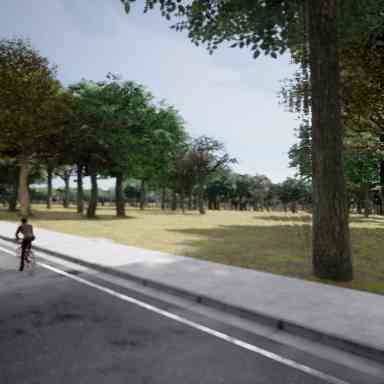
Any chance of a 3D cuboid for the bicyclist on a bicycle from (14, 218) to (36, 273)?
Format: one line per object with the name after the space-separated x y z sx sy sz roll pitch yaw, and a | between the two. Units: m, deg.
-5.182 1.634 10.318 0.582 1.620 1.656 2 -2 -44 | bicyclist on a bicycle
